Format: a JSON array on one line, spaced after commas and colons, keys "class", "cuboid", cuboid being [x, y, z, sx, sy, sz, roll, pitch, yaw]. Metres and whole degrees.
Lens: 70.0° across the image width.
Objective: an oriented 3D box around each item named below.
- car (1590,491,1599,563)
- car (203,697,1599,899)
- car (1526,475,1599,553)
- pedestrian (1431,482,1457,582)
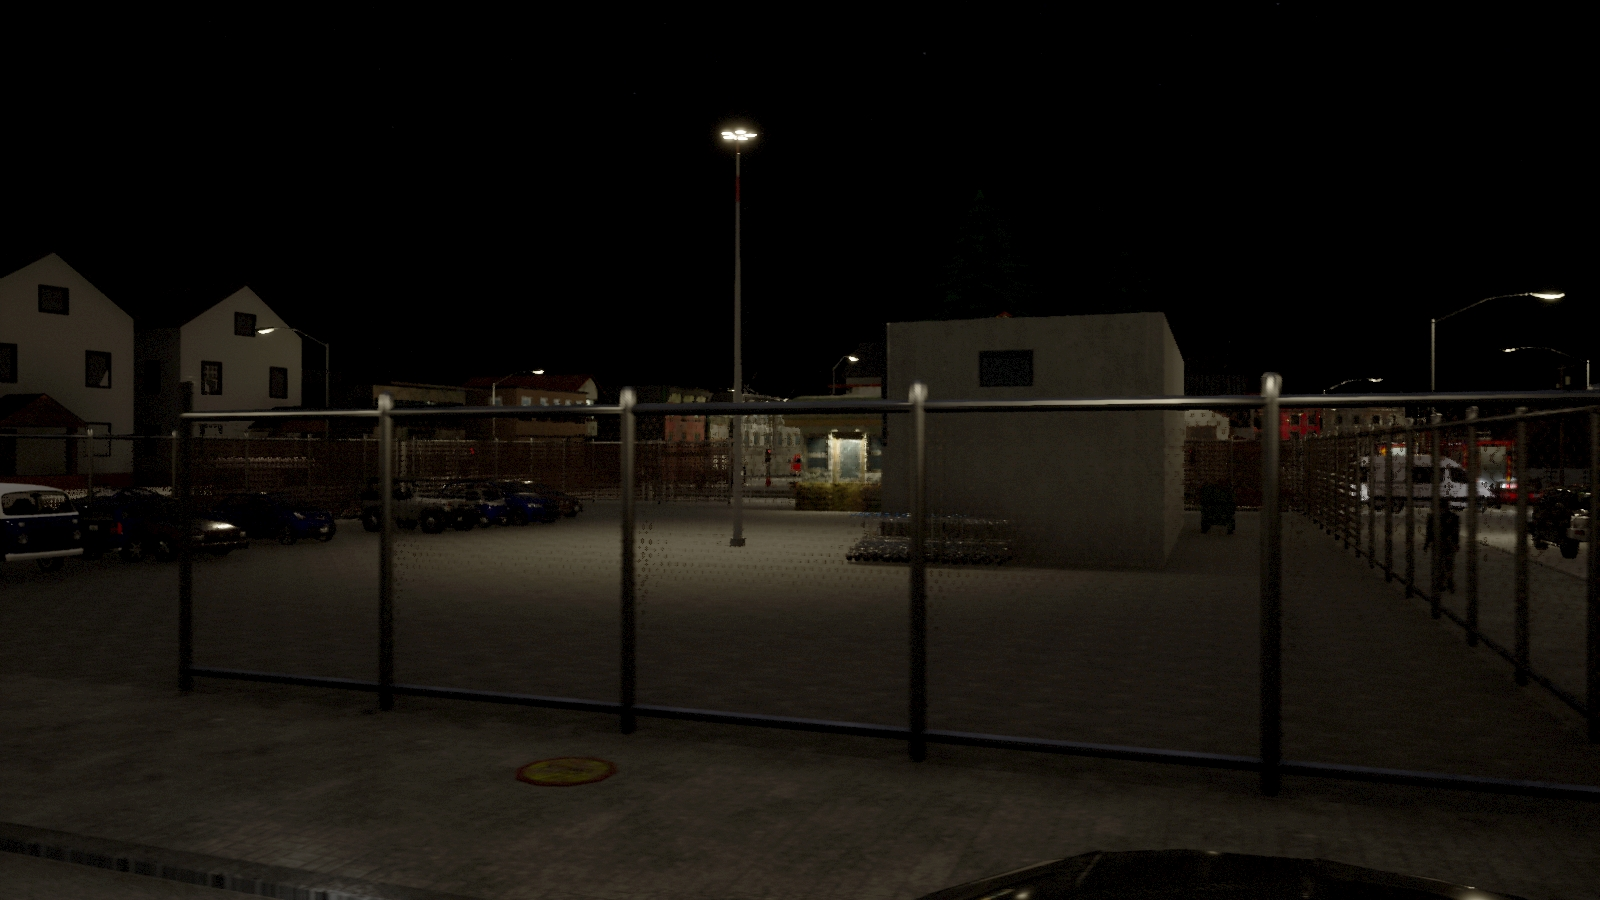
[{"class": "car", "cuboid": [18.824, 1.784, 24.288, 2.152, 1.651, 5.027, 0, 0, 20]}, {"class": "car", "cuboid": [1.033, 1.844, 3.297, 4.792, 1.488, 2.163, 0, 0, 18]}, {"class": "car", "cuboid": [21.168, 1.659, 30.658, 1.932, 1.855, 4.605, 0, 0, 21]}, {"class": "pedestrian", "cuboid": [12.175, 1.535, 21.592, 0.375, 1.860, 0.375, 0, 0, 21]}]
